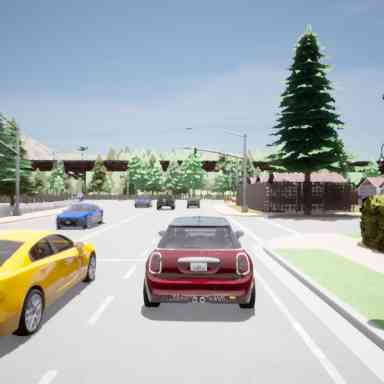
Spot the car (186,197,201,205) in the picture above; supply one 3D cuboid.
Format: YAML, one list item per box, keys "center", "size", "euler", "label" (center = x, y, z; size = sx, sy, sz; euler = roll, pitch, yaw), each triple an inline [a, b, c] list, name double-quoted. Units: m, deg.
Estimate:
- center: [0.201, 1.501, 47.064]
  size: [1.837, 1.490, 4.892]
  euler: [0, 0, 1]
  label: "car"

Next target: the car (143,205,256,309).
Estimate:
- center: [0.209, 1.351, 8.042]
  size: [2.097, 1.767, 4.553]
  euler: [0, 0, 2]
  label: "car"

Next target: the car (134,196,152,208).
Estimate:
- center: [-6.943, 1.347, 47.427]
  size: [2.097, 1.767, 4.553]
  euler: [0, 0, 1]
  label: "car"

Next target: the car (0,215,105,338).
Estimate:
- center: [-3.407, 1.477, 6.659]
  size: [1.882, 1.535, 5.008]
  euler: [0, 0, 0]
  label: "car"

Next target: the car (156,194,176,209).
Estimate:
- center: [-3.321, 1.218, 42.993]
  size: [2.150, 2.045, 5.566]
  euler: [0, 0, 0]
  label: "car"

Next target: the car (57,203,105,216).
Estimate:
- center: [-7.062, 1.476, 21.420]
  size: [1.882, 1.535, 5.008]
  euler: [0, 0, 0]
  label: "car"
